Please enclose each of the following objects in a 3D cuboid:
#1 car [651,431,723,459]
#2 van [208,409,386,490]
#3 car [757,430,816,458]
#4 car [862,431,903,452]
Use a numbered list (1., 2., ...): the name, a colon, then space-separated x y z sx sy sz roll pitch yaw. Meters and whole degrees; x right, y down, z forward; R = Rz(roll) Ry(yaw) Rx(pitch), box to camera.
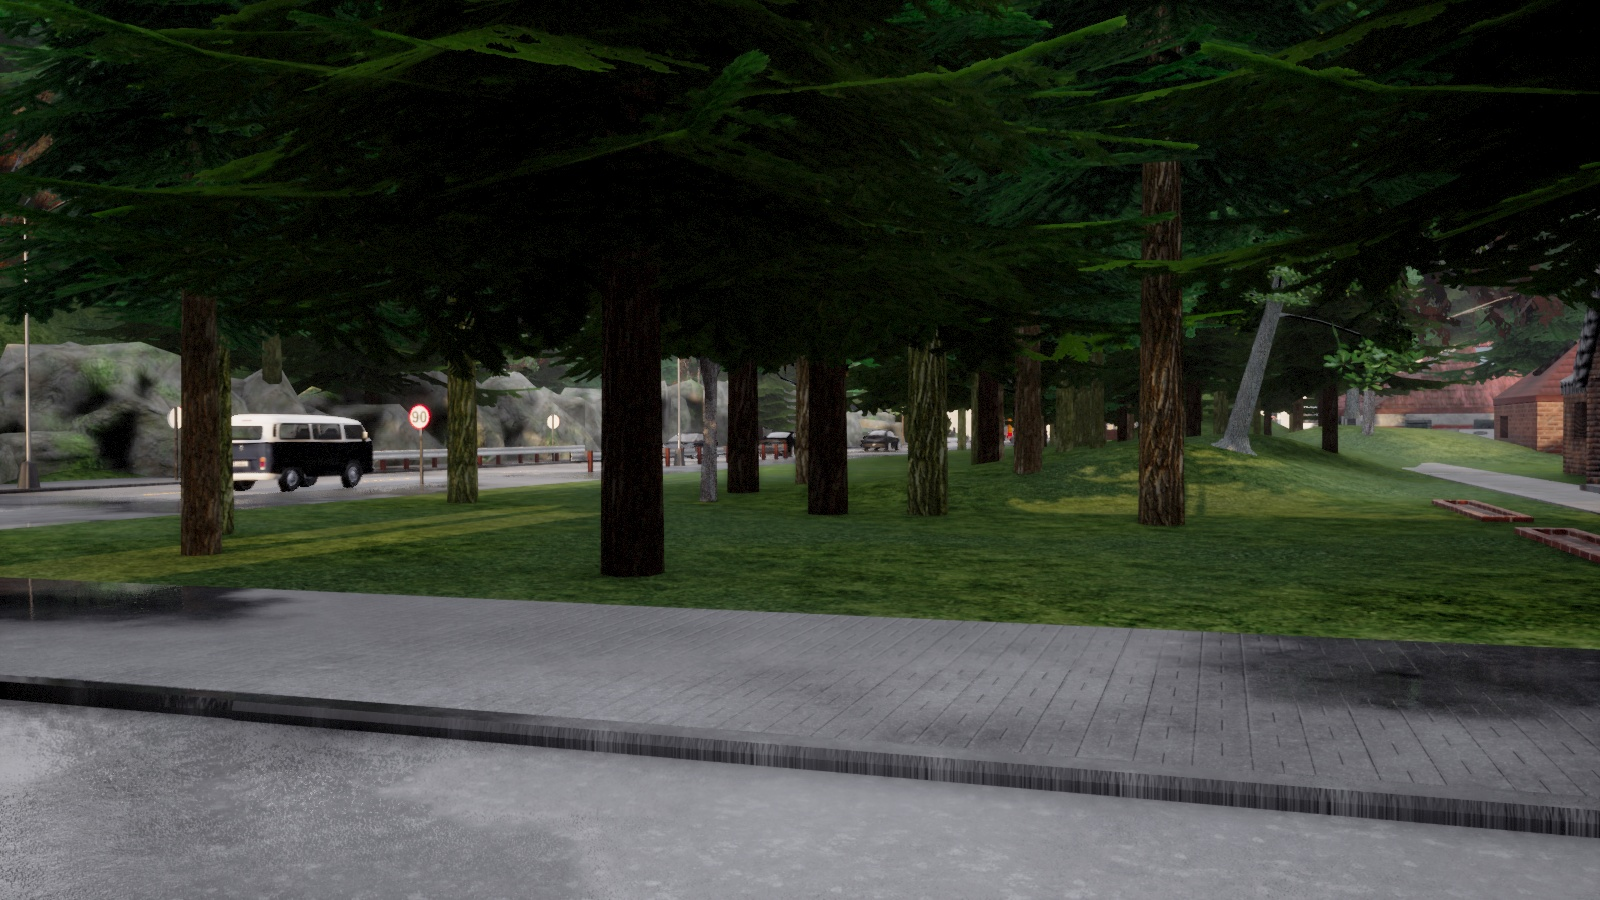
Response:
1. car: -6.165 -0.303 69.059 2.163 1.488 4.792 1 1 18
2. van: -13.522 -0.046 34.078 2.069 2.038 4.480 1 1 18
3. car: -0.724 -0.363 72.715 1.882 1.535 5.008 1 1 18
4. car: 6.195 -0.641 93.394 1.837 1.490 4.892 1 1 18
